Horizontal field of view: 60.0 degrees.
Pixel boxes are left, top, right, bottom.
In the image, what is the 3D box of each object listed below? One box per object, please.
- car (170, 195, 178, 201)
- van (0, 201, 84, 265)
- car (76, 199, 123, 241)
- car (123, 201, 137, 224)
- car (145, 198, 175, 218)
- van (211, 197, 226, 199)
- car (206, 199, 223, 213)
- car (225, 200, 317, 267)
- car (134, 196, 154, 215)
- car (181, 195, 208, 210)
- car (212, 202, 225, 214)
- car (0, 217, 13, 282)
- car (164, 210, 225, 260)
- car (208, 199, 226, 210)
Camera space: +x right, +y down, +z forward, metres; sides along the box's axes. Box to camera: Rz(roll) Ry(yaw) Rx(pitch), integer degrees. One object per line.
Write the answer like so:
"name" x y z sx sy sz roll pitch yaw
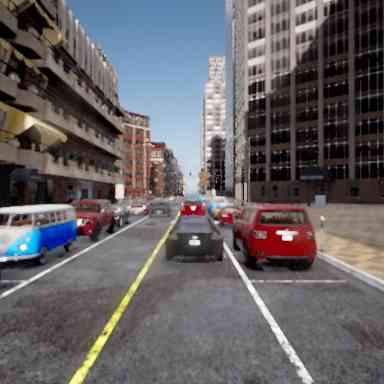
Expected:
"car" -5.225 1.706 87.905 1.752 1.417 4.829 0 0 0
"van" -5.298 1.349 11.394 1.690 1.788 3.998 0 0 0
"car" -5.292 1.327 16.930 2.192 1.841 5.009 0 0 0
"car" -5.289 1.568 22.467 2.008 1.369 4.403 0 0 0
"car" -2.807 1.532 30.347 1.837 1.490 4.892 0 0 0
"van" 2.604 1.374 33.536 1.690 1.788 3.998 0 0 0
"car" 2.608 1.568 39.243 1.752 1.417 4.829 0 0 0
"car" 2.583 1.323 11.394 2.192 1.841 5.009 0 0 0
"car" -5.277 1.473 33.538 1.967 1.590 4.097 0 0 0
"car" 0.109 1.378 28.868 2.097 1.767 4.553 0 0 0
"car" 2.591 1.599 22.466 1.802 1.307 4.206 0 0 0
"car" -5.304 1.444 5.858 1.967 1.590 4.097 0 0 0
"car" 0.091 1.572 12.535 1.994 1.385 4.181 0 0 0
"car" 2.597 1.550 28.172 1.752 1.417 4.829 0 0 0
